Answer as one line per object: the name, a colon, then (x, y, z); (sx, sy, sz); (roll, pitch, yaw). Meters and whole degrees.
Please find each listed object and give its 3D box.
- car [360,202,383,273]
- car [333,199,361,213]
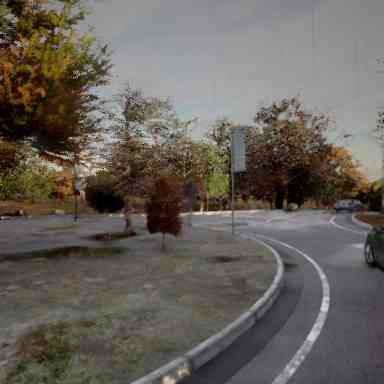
car: (5.735, 1.274, 8.129); (2.097, 1.767, 4.553); (-1, 0, 19)
car: (17.257, 1.498, 35.987); (5.357, 1.411, 2.033); (2, -2, -41)
